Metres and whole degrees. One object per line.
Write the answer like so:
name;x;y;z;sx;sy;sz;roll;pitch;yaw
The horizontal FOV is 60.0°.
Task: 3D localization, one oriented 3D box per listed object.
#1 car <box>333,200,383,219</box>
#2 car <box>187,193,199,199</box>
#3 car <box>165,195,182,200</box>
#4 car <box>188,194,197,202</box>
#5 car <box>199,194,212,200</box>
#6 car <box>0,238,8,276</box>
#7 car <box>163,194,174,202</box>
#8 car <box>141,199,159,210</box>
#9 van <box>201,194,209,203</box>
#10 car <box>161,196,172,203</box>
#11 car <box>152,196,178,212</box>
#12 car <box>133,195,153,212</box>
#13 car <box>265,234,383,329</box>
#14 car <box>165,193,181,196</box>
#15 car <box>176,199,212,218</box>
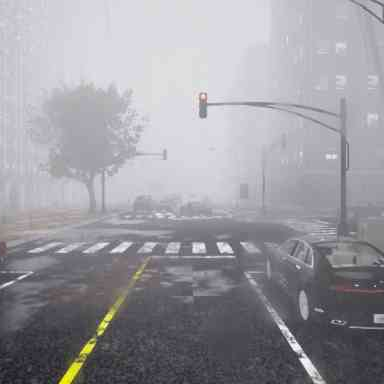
car;13.478;1.350;26.255;4.403;1.369;2.008;-1;1;0
car;0.241;1.277;67.996;2.150;2.045;5.566;0;0;0
car;-3.000;1.578;49.017;2.033;1.411;5.357;0;0;0
car;0.162;1.428;78.821;2.097;1.767;4.553;0;0;0
car;2.815;1.611;61.351;1.947;1.339;4.313;0;0;0
car;-5.679;1.545;6.889;1.887;1.381;4.507;0;0;0
car;-5.532;1.386;77.937;2.192;1.841;5.009;0;0;0
car;-5.601;1.592;44.800;1.947;1.339;4.313;0;0;0
van;2.837;1.402;72.397;1.690;1.788;3.998;0;0;0
car;-5.543;1.627;72.415;1.947;1.339;4.313;0;0;0
car;-3.023;1.568;38.564;2.033;1.411;5.357;0;0;0
car;-5.613;1.336;39.277;2.192;1.841;5.009;0;0;0
car;2.701;1.551;6.872;2.008;1.369;4.403;0;0;0
car;-2.930;1.264;59.660;2.150;2.045;5.566;0;0;3
car;0.250;1.614;30.608;1.895;1.301;4.718;0;0;-16
